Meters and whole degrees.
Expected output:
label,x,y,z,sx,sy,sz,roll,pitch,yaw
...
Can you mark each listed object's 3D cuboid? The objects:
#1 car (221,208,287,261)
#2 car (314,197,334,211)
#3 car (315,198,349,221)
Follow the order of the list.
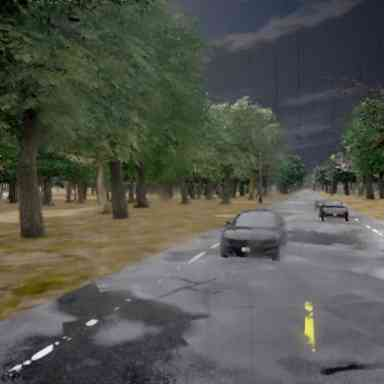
label,x,y,z,sx,sy,sz,roll,pitch,yaw
car,2.421,1.406,12.287,1.882,1.535,5.008,0,1,19
car,14.818,1.320,37.409,1.895,1.301,4.718,0,0,19
car,10.587,1.313,25.039,2.128,1.511,4.902,0,0,19
